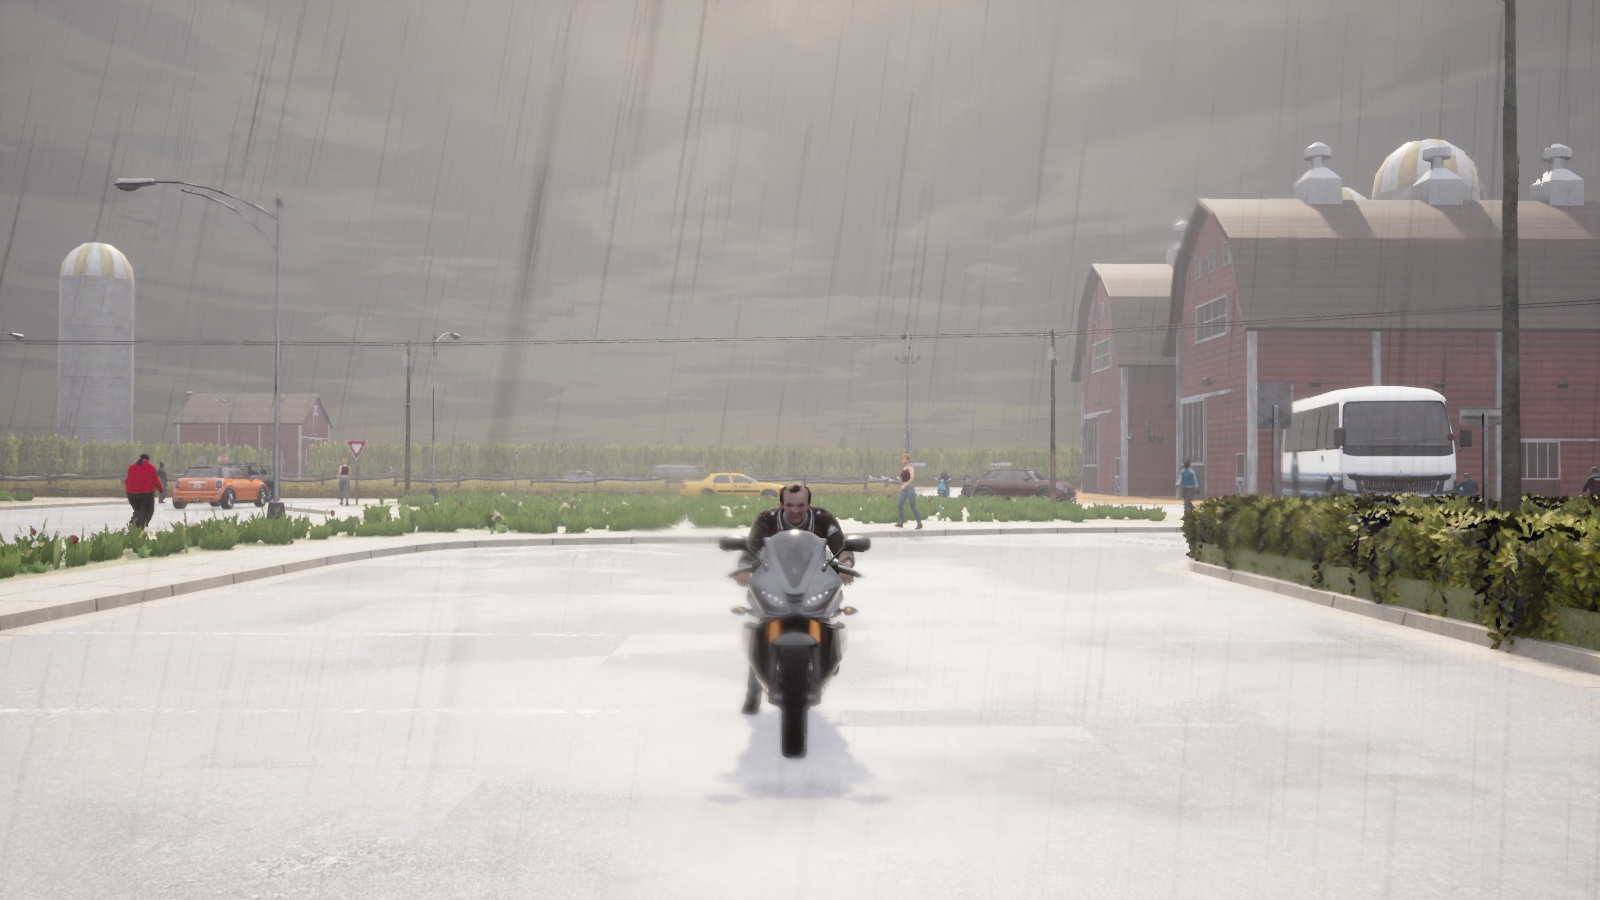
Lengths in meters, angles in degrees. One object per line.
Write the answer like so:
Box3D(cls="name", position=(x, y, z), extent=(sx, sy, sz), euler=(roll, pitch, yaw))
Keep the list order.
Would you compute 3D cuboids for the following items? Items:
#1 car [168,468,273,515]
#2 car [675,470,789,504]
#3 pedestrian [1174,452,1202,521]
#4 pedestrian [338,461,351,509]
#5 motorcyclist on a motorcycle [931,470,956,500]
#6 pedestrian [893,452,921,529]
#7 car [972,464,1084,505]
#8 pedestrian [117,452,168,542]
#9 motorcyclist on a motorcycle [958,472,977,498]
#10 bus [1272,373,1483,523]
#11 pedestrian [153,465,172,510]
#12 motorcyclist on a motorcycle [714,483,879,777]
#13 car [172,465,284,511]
Box3D(cls="car", position=(-22.878, 1.599, 49.820), extent=(2.097, 1.767, 4.553), euler=(0, -1, -1))
Box3D(cls="car", position=(-3.219, 1.778, 60.367), extent=(5.366, 1.575, 1.801), euler=(0, -1, 0))
Box3D(cls="pedestrian", position=(10.894, 1.016, 35.227), extent=(0.692, 1.930, 0.396), euler=(1, -1, -37))
Box3D(cls="pedestrian", position=(-17.550, 1.350, 48.359), extent=(0.345, 1.836, 0.594), euler=(0, -1, -31))
Box3D(cls="motorcyclist on a motorcycle", position=(7.588, 1.844, 66.217), extent=(0.866, 1.590, 1.817), euler=(0, -1, 21))
Box3D(cls="pedestrian", position=(2.594, 0.969, 30.425), extent=(0.594, 1.836, 0.345), euler=(0, -1, -29))
Box3D(cls="car", position=(10.381, 1.558, 57.278), extent=(4.553, 1.767, 2.097), euler=(-1, -1, 31))
Box3D(cls="pedestrian", position=(-13.749, 0.965, 26.276), extent=(0.634, 1.844, 0.899), euler=(0, -1, -3))
Box3D(cls="motorcyclist on a motorcycle", position=(9.791, 2.042, 73.547), extent=(0.866, 1.530, 2.191), euler=(0, -1, 1))
Box3D(cls="bus", position=(18.362, 0.039, 40.917), extent=(3.944, 4.253, 10.273), euler=(-1, -1, 11))
Box3D(cls="pedestrian", position=(-27.780, 1.637, 54.716), extent=(0.666, 1.930, 0.402), euler=(-1, -1, 21))
Box3D(cls="motorcyclist on a motorcycle", position=(-0.023, 0.979, 7.742), extent=(0.866, 1.530, 2.191), euler=(0, -1, 0))
Box3D(cls="car", position=(-26.011, 1.688, 57.308), extent=(1.932, 1.855, 4.605), euler=(0, 1, 20))
